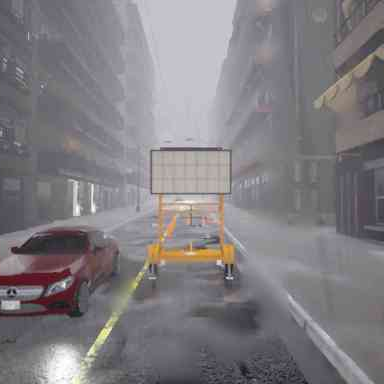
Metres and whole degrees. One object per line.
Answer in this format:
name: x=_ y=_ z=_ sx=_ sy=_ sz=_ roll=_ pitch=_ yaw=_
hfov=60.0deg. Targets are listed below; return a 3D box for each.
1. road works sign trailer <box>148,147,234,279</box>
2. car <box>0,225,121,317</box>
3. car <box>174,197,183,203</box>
road works sign trailer: x=-0.029 y=0.470 z=10.000 sx=2.380 sy=3.560 sz=2.880 roll=0 pitch=0 yaw=0
car: x=-2.868 y=1.530 z=7.586 sx=1.812 sy=1.442 sz=4.674 roll=0 pitch=0 yaw=0
car: x=-2.904 y=1.646 z=72.092 sx=1.895 sy=1.301 sz=4.718 roll=0 pitch=0 yaw=0
